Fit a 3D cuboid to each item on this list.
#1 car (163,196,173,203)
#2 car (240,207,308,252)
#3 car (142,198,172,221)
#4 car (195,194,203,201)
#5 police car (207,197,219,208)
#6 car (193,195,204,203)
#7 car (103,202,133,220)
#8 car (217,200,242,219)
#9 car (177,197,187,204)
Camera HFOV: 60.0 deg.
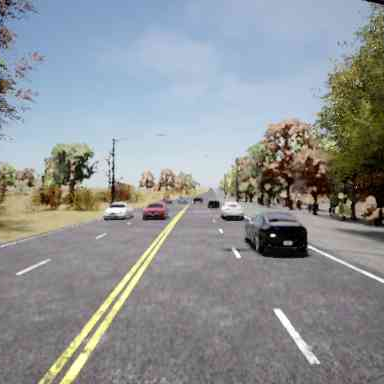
[{"bbox_3d":[-5.256,1.573,69.801,2.097,1.767,4.553,0,0,2],"label":"car"},{"bbox_3d":[3.413,1.568,14.169,1.837,1.490,4.892,0,0,0],"label":"car"},{"bbox_3d":[-3.111,1.599,29.095,1.882,1.535,5.008,0,0,1],"label":"car"},{"bbox_3d":[1.924,1.516,87.183,2.097,1.767,4.553,0,0,3],"label":"car"},{"bbox_3d":[3.381,1.623,52.024,1.930,1.638,5.238,0,0,2],"label":"police car"},{"bbox_3d":[1.240,1.592,69.755,1.837,1.490,4.892,0,0,2],"label":"car"},{"bbox_3d":[-6.370,1.647,29.186,1.812,1.442,4.674,0,0,1],"label":"car"},{"bbox_3d":[3.604,1.654,30.440,1.812,1.442,4.674,0,0,1],"label":"car"},{"bbox_3d":[-2.009,1.743,69.648,1.812,1.442,4.674,0,0,2],"label":"car"}]
